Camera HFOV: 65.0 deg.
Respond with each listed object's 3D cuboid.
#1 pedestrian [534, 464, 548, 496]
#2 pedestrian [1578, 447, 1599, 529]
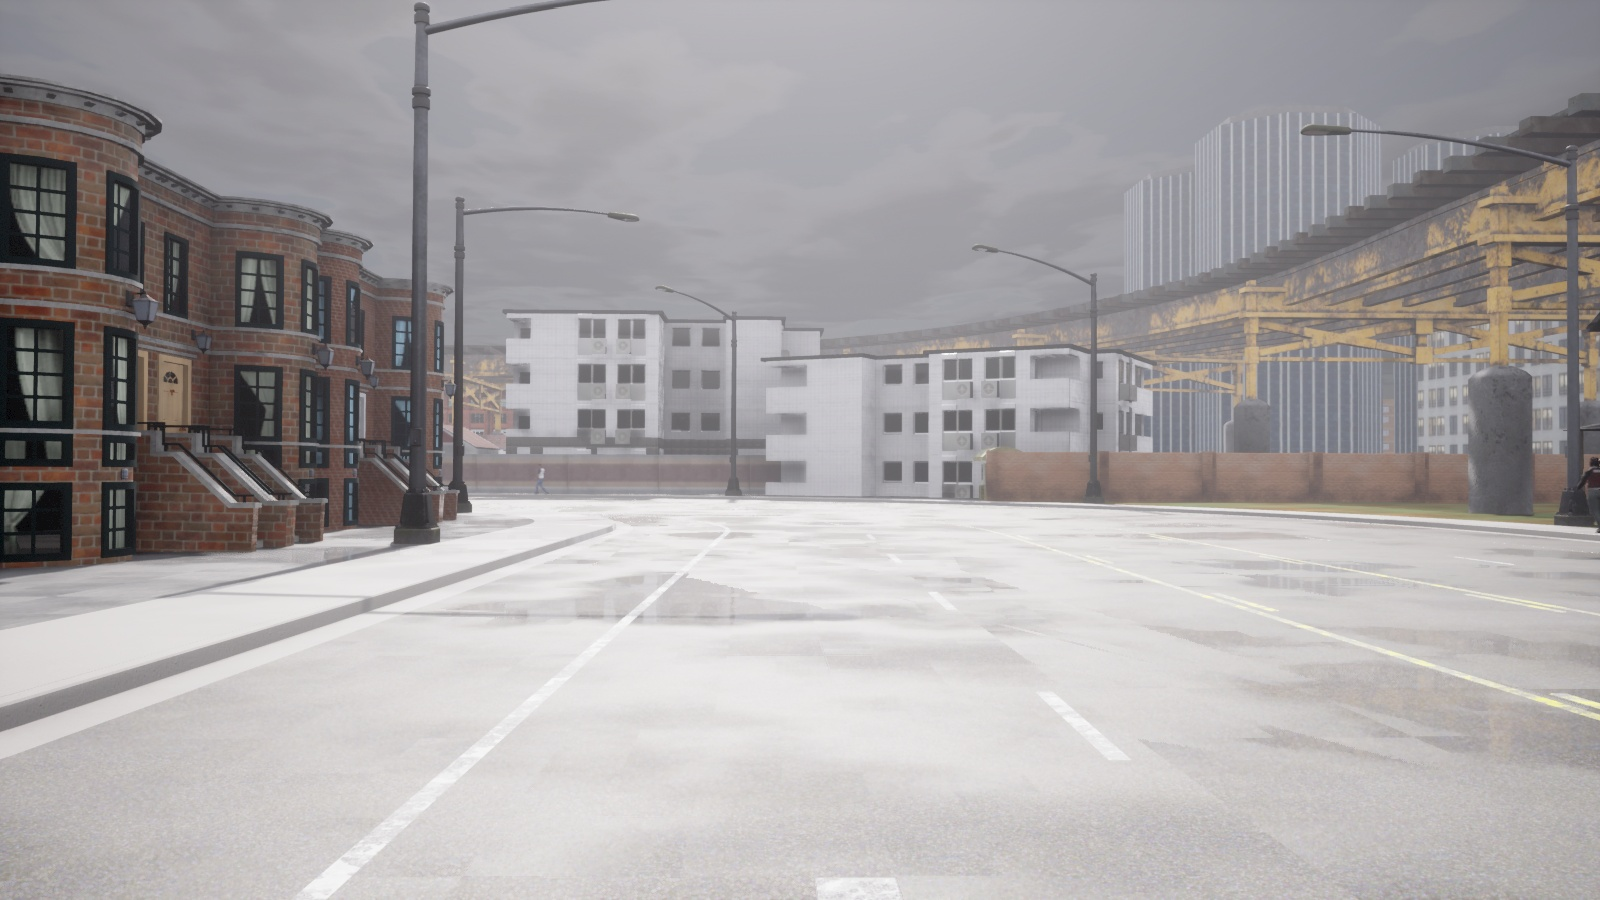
[{"bbox_3d":[-14.756,1.728,71.579,0.706,1.836,0.354,0,-1,8],"label":"pedestrian"},{"bbox_3d":[18.920,0.894,29.854,0.402,1.930,0.666,0,-1,-3],"label":"pedestrian"}]
